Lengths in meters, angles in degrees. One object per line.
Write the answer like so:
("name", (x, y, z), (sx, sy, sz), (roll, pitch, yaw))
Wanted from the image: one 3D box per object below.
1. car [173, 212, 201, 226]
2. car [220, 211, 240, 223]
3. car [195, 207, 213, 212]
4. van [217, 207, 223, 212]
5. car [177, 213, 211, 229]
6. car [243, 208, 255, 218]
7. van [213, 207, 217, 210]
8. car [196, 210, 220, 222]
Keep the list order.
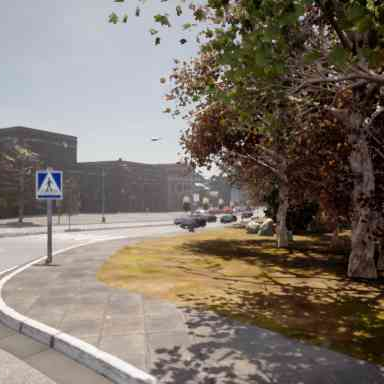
("car", (-0.793, 3.722, 44.175), (2.033, 1.411, 5.357), (0, -3, 20))
("car", (6.156, 4.230, 54.310), (1.994, 1.385, 4.181), (0, -2, 19))
("car", (2.305, 4.664, 77.800), (2.435, 2.045, 5.566), (0, -2, 20))
("van", (5.999, 5.081, 88.158), (1.878, 1.987, 4.442), (0, -2, 20))
("car", (0.286, 3.365, 37.508), (1.994, 1.385, 4.181), (0, -4, 19))
("car", (12.432, 4.850, 72.527), (1.882, 1.535, 5.008), (0, -2, 19))
("van", (4.136, 4.885, 82.937), (1.878, 1.987, 4.442), (0, -2, 20))
("car", (2.516, 4.150, 53.756), (2.033, 1.411, 5.357), (0, -2, 19))
